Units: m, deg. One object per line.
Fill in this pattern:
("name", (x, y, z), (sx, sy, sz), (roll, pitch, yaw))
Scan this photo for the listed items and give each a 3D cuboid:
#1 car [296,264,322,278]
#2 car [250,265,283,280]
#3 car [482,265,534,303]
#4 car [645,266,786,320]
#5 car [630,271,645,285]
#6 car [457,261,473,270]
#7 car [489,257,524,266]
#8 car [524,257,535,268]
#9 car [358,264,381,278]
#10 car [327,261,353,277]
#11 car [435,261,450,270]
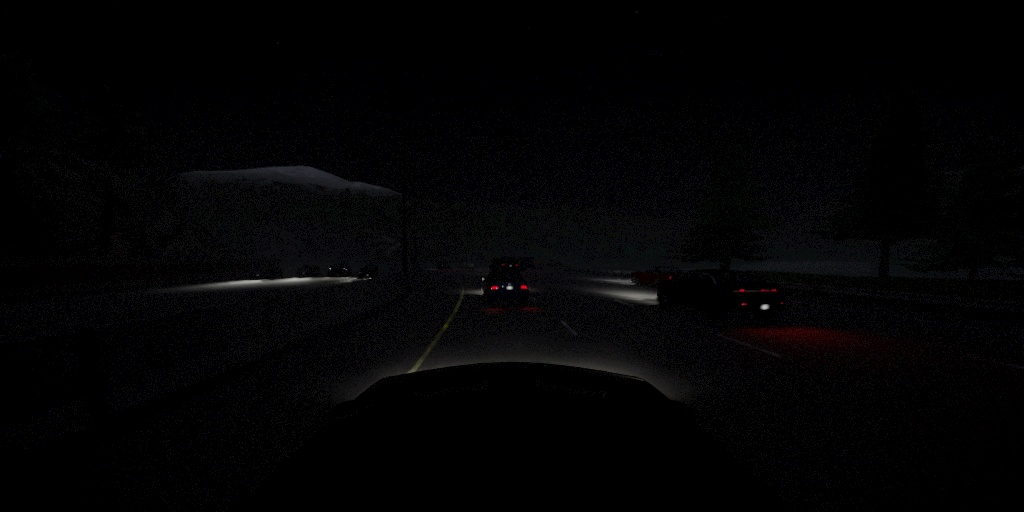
("car", (-23.540, 1.668, 41.661), (2.128, 1.511, 4.902), (-1, 0, -17))
("car", (-26.247, 1.687, 38.444), (2.128, 1.511, 4.902), (-1, 0, -16))
("car", (-0.403, 1.361, 17.178), (2.033, 1.411, 5.357), (-1, 0, -7))
("car", (6.813, 1.203, 12.356), (2.128, 1.511, 4.902), (0, 0, -5))
("car", (9.530, 1.321, 23.219), (1.895, 1.301, 4.718), (-1, 0, -8))
("car", (-8.011, 1.596, 61.430), (1.812, 1.442, 4.674), (0, 0, -23))
("car", (-0.816, 1.126, 39.909), (2.150, 2.045, 5.566), (0, 0, -15))
("car", (1.726, 1.158, 55.917), (2.150, 2.045, 5.566), (0, 0, -20))
("car", (-15.679, 1.625, 39.786), (2.033, 1.411, 5.357), (-1, 0, -15))
("car", (-19.801, 1.484, 41.362), (2.097, 1.767, 4.553), (-1, 0, -16))
("car", (-11.886, 1.642, 61.647), (1.812, 1.442, 4.674), (0, -1, -24))
